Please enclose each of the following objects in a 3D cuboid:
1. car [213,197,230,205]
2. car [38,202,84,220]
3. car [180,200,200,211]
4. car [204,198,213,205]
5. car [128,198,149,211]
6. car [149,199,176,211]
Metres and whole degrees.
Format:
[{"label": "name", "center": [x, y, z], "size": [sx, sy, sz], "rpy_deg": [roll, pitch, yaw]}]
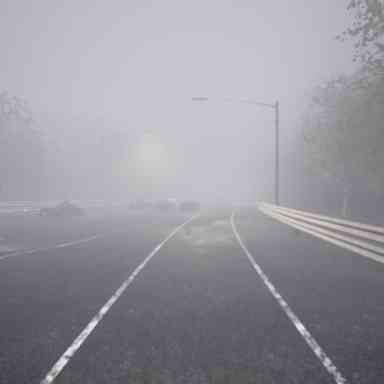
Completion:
[{"label": "car", "center": [6.511, 1.974, 73.059], "size": [2.097, 1.767, 4.553], "rpy_deg": [0, -1, 13]}, {"label": "car", "center": [-11.064, 1.552, 28.351], "size": [1.812, 1.442, 4.674], "rpy_deg": [0, -1, 13]}, {"label": "car", "center": [-0.200, 1.741, 44.184], "size": [1.882, 1.535, 5.008], "rpy_deg": [0, -1, 13]}, {"label": "car", "center": [4.031, 2.182, 77.855], "size": [1.812, 1.442, 4.674], "rpy_deg": [0, -1, 13]}, {"label": "car", "center": [-7.003, 1.592, 45.817], "size": [2.097, 1.767, 4.553], "rpy_deg": [0, -1, 13]}, {"label": "car", "center": [-3.590, 1.744, 45.027], "size": [2.128, 1.511, 4.902], "rpy_deg": [0, -1, 13]}]
